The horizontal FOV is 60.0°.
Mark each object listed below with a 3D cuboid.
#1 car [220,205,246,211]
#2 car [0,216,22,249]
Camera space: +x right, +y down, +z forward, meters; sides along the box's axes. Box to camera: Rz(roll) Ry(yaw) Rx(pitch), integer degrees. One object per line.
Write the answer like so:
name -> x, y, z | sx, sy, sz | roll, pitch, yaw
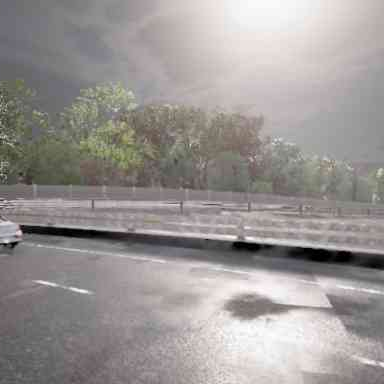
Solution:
car -> 6.219, 2.205, 50.597 | 4.181, 1.385, 1.994 | 3, -1, -31
car -> -8.634, 1.497, 12.908 | 4.674, 1.442, 1.812 | 0, 0, 27
